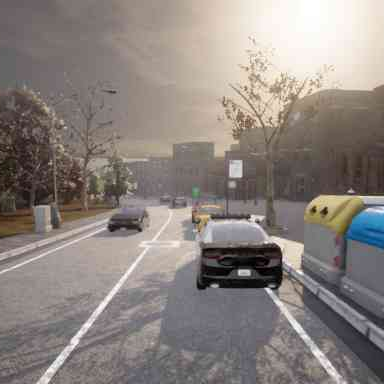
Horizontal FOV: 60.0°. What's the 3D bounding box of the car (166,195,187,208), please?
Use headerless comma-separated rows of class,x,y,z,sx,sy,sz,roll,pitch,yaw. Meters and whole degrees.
car,-1.929,1.384,46.897,2.128,1.511,4.902,-1,0,-10

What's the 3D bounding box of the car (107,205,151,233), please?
car,-3.562,1.510,19.783,2.033,1.411,5.357,0,0,0

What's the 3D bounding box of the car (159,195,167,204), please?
car,-4.774,1.386,60.387,1.837,1.490,4.892,-2,0,-16

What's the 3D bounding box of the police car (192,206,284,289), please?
police car,1.043,1.408,9.232,1.930,1.638,5.238,0,0,0

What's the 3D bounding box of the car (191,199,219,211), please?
car,1.034,1.419,19.358,1.801,1.575,5.366,0,0,0
